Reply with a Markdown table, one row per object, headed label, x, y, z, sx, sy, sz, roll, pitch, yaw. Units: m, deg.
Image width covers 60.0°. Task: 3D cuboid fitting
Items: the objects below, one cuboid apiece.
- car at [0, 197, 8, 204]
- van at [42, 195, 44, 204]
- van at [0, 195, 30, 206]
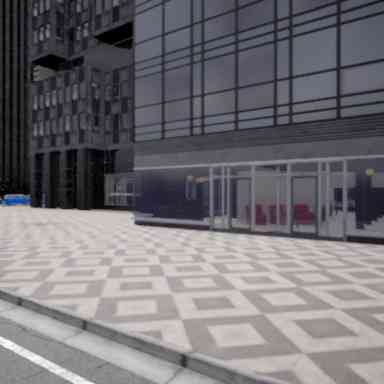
| label | x | y | z | sx | sy | sz | roll | pitch | yaw |
| --- | --- | --- | --- | --- | --- | --- | --- | --- | --- |
| car | -35.092 | 1.532 | 58.656 | 1.802 | 1.307 | 4.206 | 0 | 0 | 35 |
| van | -24.851 | 1.310 | 58.437 | 1.690 | 1.788 | 3.998 | 0 | 0 | 35 |
| van | -28.098 | 1.316 | 53.781 | 1.690 | 1.788 | 3.998 | 0 | 0 | 35 |
